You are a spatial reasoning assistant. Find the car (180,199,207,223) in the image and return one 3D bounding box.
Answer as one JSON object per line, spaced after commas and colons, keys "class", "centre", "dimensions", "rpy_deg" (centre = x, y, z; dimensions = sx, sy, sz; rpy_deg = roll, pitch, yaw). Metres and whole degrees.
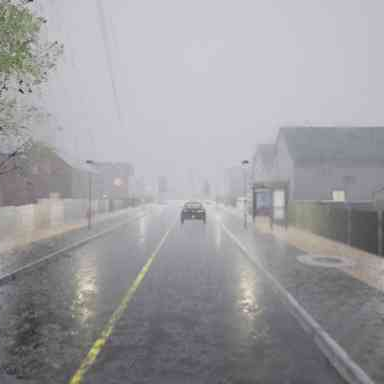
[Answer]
{"class": "car", "centre": [0.104, 1.525, 25.478], "dimensions": [2.128, 1.511, 4.902], "rpy_deg": [0, 0, 0]}
